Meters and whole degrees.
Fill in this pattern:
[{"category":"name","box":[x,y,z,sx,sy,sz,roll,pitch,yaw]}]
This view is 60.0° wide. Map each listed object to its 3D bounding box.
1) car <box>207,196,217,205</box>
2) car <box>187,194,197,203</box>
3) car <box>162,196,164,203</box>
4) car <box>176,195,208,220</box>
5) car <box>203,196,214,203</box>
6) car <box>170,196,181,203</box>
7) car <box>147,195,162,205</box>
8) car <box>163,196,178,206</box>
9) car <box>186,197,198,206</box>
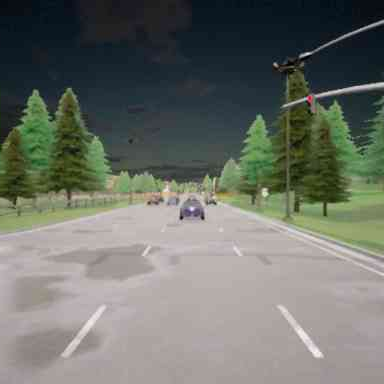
[{"category":"car","box":[3.509,1.740,60.058,1.895,1.301,4.718,0,0,0]},{"category":"car","box":[0.010,1.349,70.003,2.097,1.767,4.553,0,0,0]},{"category":"car","box":[-6.990,1.349,70.004,2.097,1.767,4.553,0,0,0]},{"category":"car","box":[0.005,1.419,28.970,2.097,1.767,4.553,0,0,0]},{"category":"car","box":[3.510,1.534,70.032,2.033,1.411,5.357,0,0,0]},{"category":"car","box":[-3.490,1.534,70.033,2.033,1.411,5.357,0,0,0]},{"category":"car","box":[-6.991,1.664,60.030,1.812,1.442,4.674,0,0,0]},{"category":"car","box":[-3.491,1.685,59.612,2.033,1.411,5.357,0,0,0]},{"category":"car","box":[0.009,1.702,59.995,1.994,1.385,4.181,0,0,0]}]
